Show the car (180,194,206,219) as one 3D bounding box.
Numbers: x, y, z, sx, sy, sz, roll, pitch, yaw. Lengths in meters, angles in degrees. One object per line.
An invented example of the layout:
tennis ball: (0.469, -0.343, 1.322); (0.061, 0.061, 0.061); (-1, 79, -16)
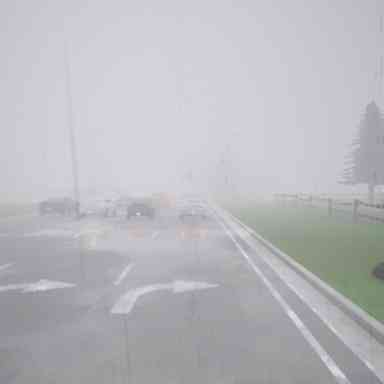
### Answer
car: (0.064, 1.109, 24.530); (1.812, 1.442, 4.674); (0, 1, 0)

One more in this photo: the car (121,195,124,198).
car: (-6.924, 0.960, 35.629); (1.994, 1.385, 4.181); (0, 1, 0)

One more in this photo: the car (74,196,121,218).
car: (-6.934, 1.102, 24.983); (1.812, 1.442, 4.674); (0, 1, 0)

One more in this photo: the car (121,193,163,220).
car: (-3.441, 1.102, 23.820); (1.837, 1.490, 4.892); (0, 1, 0)

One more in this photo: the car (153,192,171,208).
car: (-3.423, 0.742, 36.009); (2.097, 1.767, 4.553); (0, 1, 0)

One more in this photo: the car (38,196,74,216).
car: (-10.420, 1.026, 26.620); (1.882, 1.535, 5.008); (0, 1, 1)
